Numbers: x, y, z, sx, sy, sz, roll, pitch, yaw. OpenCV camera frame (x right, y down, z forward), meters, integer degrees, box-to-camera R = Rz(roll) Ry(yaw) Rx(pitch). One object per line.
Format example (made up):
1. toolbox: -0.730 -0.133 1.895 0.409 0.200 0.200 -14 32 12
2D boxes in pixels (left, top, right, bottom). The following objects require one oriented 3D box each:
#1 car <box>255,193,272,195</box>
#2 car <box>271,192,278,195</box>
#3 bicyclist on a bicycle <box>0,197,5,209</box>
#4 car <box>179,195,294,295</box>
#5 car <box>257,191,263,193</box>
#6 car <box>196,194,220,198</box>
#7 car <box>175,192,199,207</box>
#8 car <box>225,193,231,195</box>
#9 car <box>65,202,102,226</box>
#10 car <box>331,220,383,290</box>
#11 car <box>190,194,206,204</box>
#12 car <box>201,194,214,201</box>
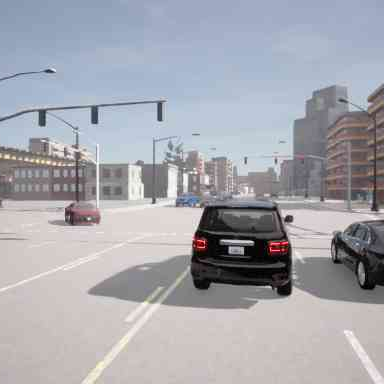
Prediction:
1. car: 9.847 1.328 47.204 2.128 1.511 4.902 0 1 11
2. car: 20.766 0.743 84.461 2.033 1.411 5.357 0 1 11
3. bicyclist on a bicycle: -23.885 1.303 41.395 0.582 1.620 1.656 0 0 10
4. car: 1.522 1.221 9.015 2.150 2.045 5.566 0 0 14
5. car: 17.331 0.559 85.135 2.097 1.767 4.553 0 1 11
6. car: 2.278 1.381 46.035 1.837 1.490 4.892 0 1 11
7. car: -0.806 1.079 48.438 2.150 2.045 5.566 0 1 12
8. car: 5.965 1.091 64.226 1.837 1.490 4.892 0 1 12
9. car: -7.774 1.476 23.638 1.882 1.535 5.008 2 -1 -28
10. car: 5.083 1.505 8.898 1.837 1.490 4.892 0 0 11
11. car: 1.096 1.217 57.916 1.837 1.490 4.892 0 1 11
12. car: 3.223 1.075 68.183 2.033 1.411 5.357 0 1 12
